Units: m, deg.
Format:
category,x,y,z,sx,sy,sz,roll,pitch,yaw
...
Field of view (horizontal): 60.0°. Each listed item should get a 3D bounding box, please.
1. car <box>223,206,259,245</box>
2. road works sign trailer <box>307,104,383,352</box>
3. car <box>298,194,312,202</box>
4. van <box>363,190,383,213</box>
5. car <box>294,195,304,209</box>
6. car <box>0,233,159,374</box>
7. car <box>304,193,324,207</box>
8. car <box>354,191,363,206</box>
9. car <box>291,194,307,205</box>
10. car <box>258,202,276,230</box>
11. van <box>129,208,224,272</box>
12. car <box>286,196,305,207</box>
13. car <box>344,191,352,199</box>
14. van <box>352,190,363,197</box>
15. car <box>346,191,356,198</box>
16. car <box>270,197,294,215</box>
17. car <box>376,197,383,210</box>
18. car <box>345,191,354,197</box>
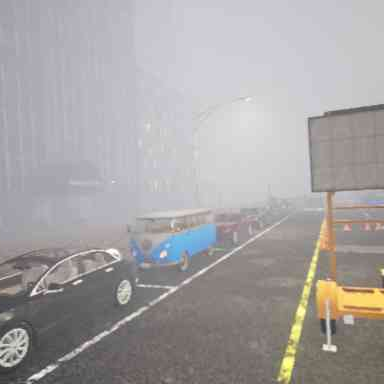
category,x,y,z,sx,sy,sz,roll,pitch,yaw
car,1.676,1.626,16.171,1.887,1.381,4.507,-3,-1,23
road works sign trailer,3.285,0.349,5.539,2.380,3.560,2.880,-3,-1,23
car,21.066,1.147,61.937,1.947,1.339,4.313,-3,-1,23
van,15.831,0.812,28.160,1.690,1.788,3.998,-3,-1,23
car,12.447,1.349,41.596,2.008,1.369,4.403,-3,-1,23
car,-2.632,1.752,6.001,2.008,1.369,4.403,-3,-1,23
car,16.231,1.226,43.730,1.895,1.301,4.718,-3,-1,24
car,20.151,0.904,38.327,1.887,1.381,4.507,-3,-1,23
car,16.750,1.129,51.768,1.967,1.590,4.097,-3,-1,23
car,3.831,1.589,21.256,1.947,1.339,4.313,-3,-1,23
van,-0.490,1.483,11.088,1.690,1.788,3.998,-3,-1,23
car,14.601,1.294,46.682,2.008,1.369,4.403,-3,-1,23
car,33.079,0.604,68.837,1.947,1.339,4.313,-3,-1,23
van,22.294,0.647,43.414,1.690,1.788,3.998,-3,-1,23
car,35.297,0.512,74.079,1.752,1.417,4.829,-4,-1,23
car,8.133,1.349,31.428,1.967,1.590,4.097,-3,-1,23
car,11.535,1.135,17.987,2.008,1.369,4.403,-3,-1,23
car,37.451,0.462,79.165,1.752,1.417,4.829,-4,-1,23
